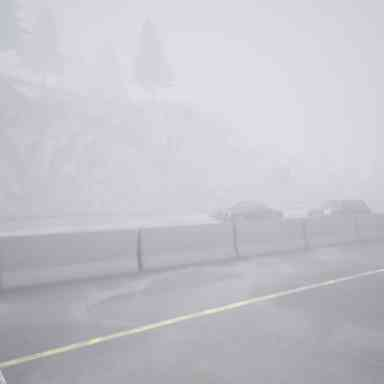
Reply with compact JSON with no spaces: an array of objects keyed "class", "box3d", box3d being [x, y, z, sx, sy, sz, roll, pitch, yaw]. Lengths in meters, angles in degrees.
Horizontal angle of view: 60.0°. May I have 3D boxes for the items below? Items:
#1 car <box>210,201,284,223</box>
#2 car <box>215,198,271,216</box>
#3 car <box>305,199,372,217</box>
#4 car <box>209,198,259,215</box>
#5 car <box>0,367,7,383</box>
[{"class":"car","box3d":[3.919,1.506,22.700,4.718,1.301,1.895,0,0,-29]},{"class":"car","box3d":[4.791,1.363,31.081,4.902,1.511,2.128,0,0,-27]},{"class":"car","box3d":[9.557,1.253,21.735,4.553,1.767,2.097,0,0,-27]},{"class":"car","box3d":[3.565,1.417,26.473,4.674,1.442,1.812,0,0,-28]},{"class":"car","box3d":[-3.229,1.352,1.326,4.553,1.767,2.097,0,0,-36]}]
